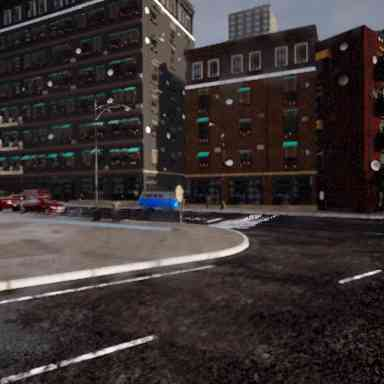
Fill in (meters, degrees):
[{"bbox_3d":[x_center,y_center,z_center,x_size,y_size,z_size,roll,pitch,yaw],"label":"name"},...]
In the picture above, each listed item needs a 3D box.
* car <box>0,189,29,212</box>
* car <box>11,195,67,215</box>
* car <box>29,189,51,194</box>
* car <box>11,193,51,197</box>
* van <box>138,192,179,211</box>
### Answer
[{"bbox_3d":[-16.969,0.764,28.677,5.009,1.841,2.192,1,0,25],"label":"car"},{"bbox_3d":[-11.850,1.113,26.337,4.206,1.307,1.802,1,0,25],"label":"car"},{"bbox_3d":[-18.520,0.611,38.595,5.009,1.841,2.192,1,0,25],"label":"car"},{"bbox_3d":[-13.663,1.063,29.997,4.718,1.301,1.895,1,1,25],"label":"car"},{"bbox_3d":[-3.150,0.883,31.580,3.998,1.788,1.690,1,0,25],"label":"van"}]
